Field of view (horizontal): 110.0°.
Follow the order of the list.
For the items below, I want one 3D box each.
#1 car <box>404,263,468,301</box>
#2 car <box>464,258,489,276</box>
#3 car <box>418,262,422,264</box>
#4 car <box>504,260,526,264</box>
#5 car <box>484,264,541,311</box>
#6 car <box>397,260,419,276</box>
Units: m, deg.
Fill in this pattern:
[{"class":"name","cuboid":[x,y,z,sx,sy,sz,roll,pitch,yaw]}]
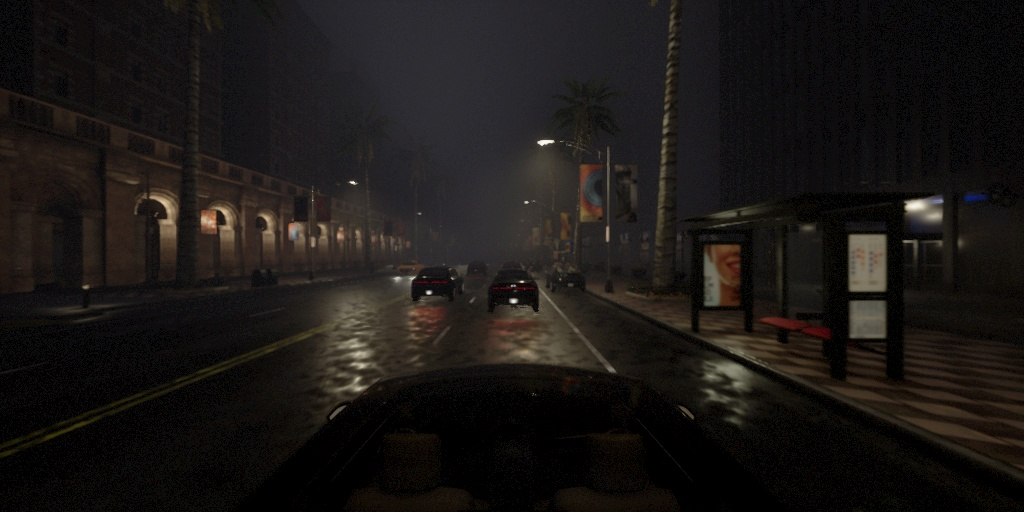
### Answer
[{"class":"car","cuboid":[-3.455,1.263,17.311,1.837,1.490,4.892,0,0,0]},{"class":"car","cuboid":[-3.522,1.240,37.402,1.882,1.535,5.008,0,0,0]},{"class":"car","cuboid":[-7.207,1.368,34.035,1.895,1.301,4.718,0,0,0]},{"class":"car","cuboid":[-0.006,1.235,32.976,1.882,1.535,5.008,0,0,0]},{"class":"car","cuboid":[0.048,1.257,14.456,1.837,1.490,4.892,0,0,0]},{"class":"car","cuboid":[-10.717,1.250,38.148,1.882,1.535,5.008,0,0,0]}]
